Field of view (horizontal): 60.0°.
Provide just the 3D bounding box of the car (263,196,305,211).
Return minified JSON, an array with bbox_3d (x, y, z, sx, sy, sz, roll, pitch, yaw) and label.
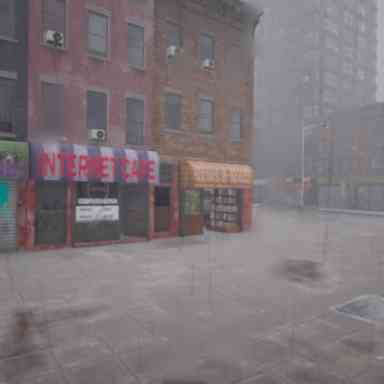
[{"bbox_3d":[9.795,1.218,35.745,2.128,1.511,4.902,1,0,-35],"label":"car"}]
